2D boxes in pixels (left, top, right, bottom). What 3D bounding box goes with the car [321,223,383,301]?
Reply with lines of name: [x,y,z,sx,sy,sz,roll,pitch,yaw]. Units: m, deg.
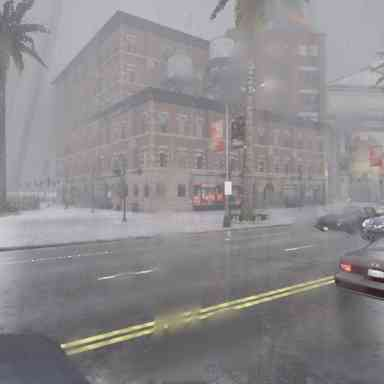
car: [5.434,1.547,7.572,5.357,1.411,2.033,0,0,-35]

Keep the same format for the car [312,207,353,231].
car: [9.217,1.547,19.000,5.357,1.411,2.033,0,0,-35]

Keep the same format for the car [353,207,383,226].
car: [9.642,1.350,15.031,4.553,1.767,2.097,0,0,-35]

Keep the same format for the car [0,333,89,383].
car: [-3.134,1.547,1.445,5.357,1.411,2.033,0,0,-37]
